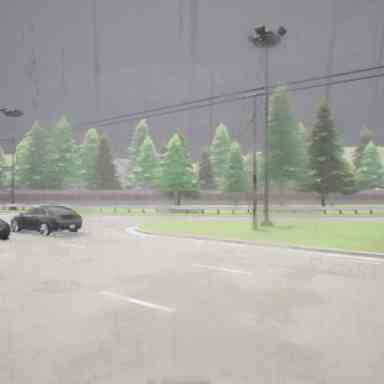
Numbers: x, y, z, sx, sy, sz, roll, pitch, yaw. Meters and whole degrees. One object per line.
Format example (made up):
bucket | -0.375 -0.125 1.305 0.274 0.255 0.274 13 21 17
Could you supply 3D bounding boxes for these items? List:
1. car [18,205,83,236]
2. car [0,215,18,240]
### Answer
car | -8.064 1.498 18.337 4.892 1.490 1.837 0 0 36
car | -10.434 1.557 15.727 4.181 1.385 1.994 0 0 35
